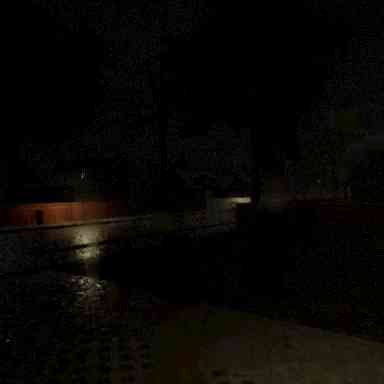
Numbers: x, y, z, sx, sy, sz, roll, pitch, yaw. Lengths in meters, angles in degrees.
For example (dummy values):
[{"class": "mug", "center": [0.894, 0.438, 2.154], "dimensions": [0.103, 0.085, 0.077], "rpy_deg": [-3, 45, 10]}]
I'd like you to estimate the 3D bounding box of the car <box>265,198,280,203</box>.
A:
[{"class": "car", "center": [11.779, 1.670, 48.436], "dimensions": [1.812, 1.442, 4.674], "rpy_deg": [-1, -1, 35]}]
